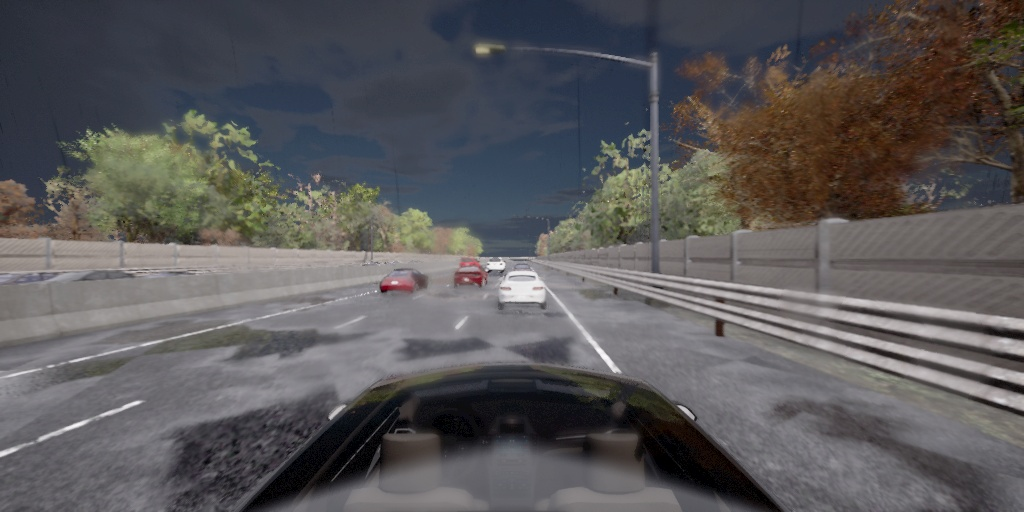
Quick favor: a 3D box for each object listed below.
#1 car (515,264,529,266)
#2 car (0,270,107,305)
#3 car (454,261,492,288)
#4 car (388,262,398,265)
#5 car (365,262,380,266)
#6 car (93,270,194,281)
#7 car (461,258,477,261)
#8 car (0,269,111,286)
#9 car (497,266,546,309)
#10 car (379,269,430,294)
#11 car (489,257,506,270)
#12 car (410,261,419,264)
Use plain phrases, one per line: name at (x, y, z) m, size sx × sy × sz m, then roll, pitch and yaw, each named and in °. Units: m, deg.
car at (1.001, 1.447, 34.809) m, size 2.033 × 1.411 × 5.357 m, roll 0°, pitch 0°, yaw 2°
car at (-24.200, 1.527, 17.807) m, size 2.033 × 1.411 × 5.357 m, roll 0°, pitch 0°, yaw 2°
car at (-2.781, 1.352, 25.073) m, size 1.882 × 1.535 × 5.008 m, roll 0°, pitch 0°, yaw 2°
car at (-19.408, 1.734, 59.143) m, size 1.994 × 1.385 × 4.181 m, roll 0°, pitch 0°, yaw 2°
car at (-22.907, 1.758, 59.130) m, size 1.994 × 1.385 × 4.181 m, roll 0°, pitch 0°, yaw 2°
car at (-17.196, 1.498, 17.781) m, size 1.994 × 1.385 × 4.181 m, roll 0°, pitch 0°, yaw 2°
car at (-5.615, 1.236, 47.952) m, size 2.150 × 2.045 × 5.566 m, roll 0°, pitch 0°, yaw 2°
car at (-20.707, 1.433, 17.452) m, size 1.882 × 1.535 × 5.008 m, roll 0°, pitch 0°, yaw 2°
car at (0.432, 1.332, 15.165) m, size 1.812 × 1.442 × 4.674 m, roll 0°, pitch 0°, yaw 2°
car at (-6.379, 1.446, 21.702) m, size 1.994 × 1.385 × 4.181 m, roll 0°, pitch 0°, yaw 2°
car at (-2.105, 1.215, 48.233) m, size 2.150 × 2.045 × 5.566 m, roll 0°, pitch 0°, yaw 2°
car at (-15.947, 1.633, 58.291) m, size 2.128 × 1.511 × 4.902 m, roll 0°, pitch 0°, yaw 2°
